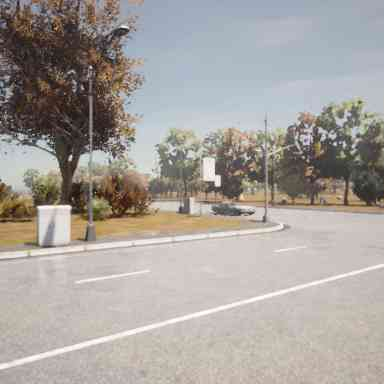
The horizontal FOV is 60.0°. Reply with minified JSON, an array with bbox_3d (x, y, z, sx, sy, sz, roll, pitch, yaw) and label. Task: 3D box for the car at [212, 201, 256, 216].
[{"bbox_3d":[3.996,1.578,31.916,1.895,1.301,4.718,0,0,-32],"label":"car"}]
